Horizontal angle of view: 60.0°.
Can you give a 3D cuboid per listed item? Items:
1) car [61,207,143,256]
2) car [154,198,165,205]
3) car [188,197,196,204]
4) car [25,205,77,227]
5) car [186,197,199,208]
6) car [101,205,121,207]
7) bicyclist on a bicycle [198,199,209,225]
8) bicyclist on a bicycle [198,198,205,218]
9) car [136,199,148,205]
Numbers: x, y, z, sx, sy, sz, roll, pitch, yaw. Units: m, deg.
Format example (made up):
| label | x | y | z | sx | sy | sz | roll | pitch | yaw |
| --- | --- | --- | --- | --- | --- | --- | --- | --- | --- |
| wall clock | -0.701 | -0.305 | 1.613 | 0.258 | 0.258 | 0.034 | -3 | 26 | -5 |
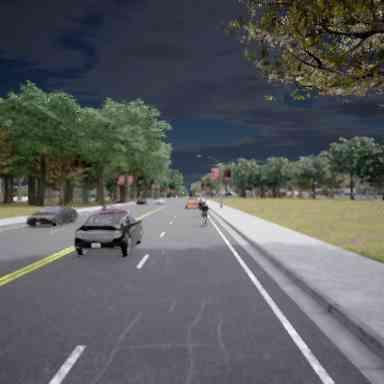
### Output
| label | x | y | z | sx | sy | sz | roll | pitch | yaw |
| --- | --- | --- | --- | --- | --- | --- | --- | --- | --- |
| car | -3.150 | 1.553 | 13.346 | 2.128 | 1.511 | 4.902 | 0 | 0 | 0 |
| car | -6.497 | 1.872 | 67.804 | 1.812 | 1.442 | 4.674 | 0 | 0 | 0 |
| car | 0.005 | 1.888 | 74.029 | 1.837 | 1.490 | 4.892 | 0 | 0 | 0 |
| car | -9.847 | 1.662 | 23.935 | 2.033 | 1.411 | 5.357 | 0 | 0 | 0 |
| car | 0.070 | 1.614 | 52.337 | 2.097 | 1.767 | 4.553 | 0 | 0 | 0 |
| car | -6.594 | 1.729 | 26.682 | 1.895 | 1.301 | 4.718 | 0 | 0 | 0 |
| bicyclist on a bicycle | 0.894 | 1.480 | 23.098 | 0.659 | 1.776 | 1.843 | 0 | 0 | 0 |
| bicyclist on a bicycle | 0.895 | 1.528 | 32.298 | 0.659 | 1.776 | 1.843 | 0 | 0 | 0 |
| car | -9.753 | 1.928 | 65.175 | 1.895 | 1.301 | 4.718 | 0 | 0 | 0 |
